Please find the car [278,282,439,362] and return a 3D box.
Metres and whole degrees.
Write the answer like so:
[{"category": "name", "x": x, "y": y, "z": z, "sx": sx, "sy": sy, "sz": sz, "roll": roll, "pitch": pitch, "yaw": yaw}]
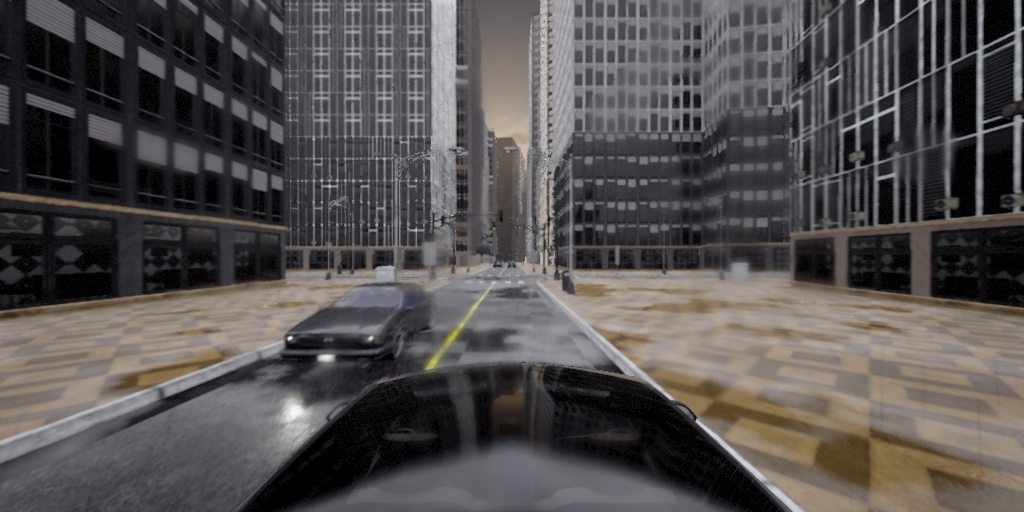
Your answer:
[{"category": "car", "x": -3.103, "y": 1.353, "z": 8.668, "sx": 2.033, "sy": 1.411, "sz": 5.357, "roll": 0, "pitch": 0, "yaw": 0}]
